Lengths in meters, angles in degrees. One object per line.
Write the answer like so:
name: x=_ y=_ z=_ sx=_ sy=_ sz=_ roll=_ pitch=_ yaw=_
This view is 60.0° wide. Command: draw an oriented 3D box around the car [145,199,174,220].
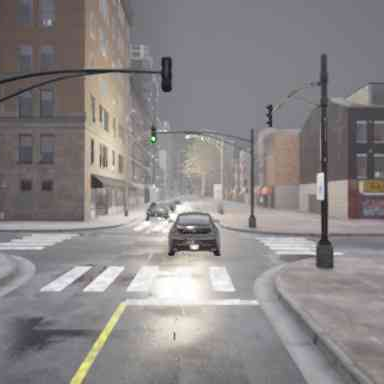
car: x=-2.901 y=1.589 z=29.097 sx=1.837 sy=1.490 sz=4.892 roll=0 pitch=0 yaw=0

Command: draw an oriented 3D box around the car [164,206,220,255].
car: x=0.076 y=1.549 z=13.428 sx=1.837 sy=1.490 sz=4.892 roll=0 pitch=0 yaw=0

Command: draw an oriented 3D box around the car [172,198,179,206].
car: x=-2.916 y=1.714 z=39.566 sx=1.895 sy=1.301 sz=4.718 roll=0 pitch=0 yaw=1

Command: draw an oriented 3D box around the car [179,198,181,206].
car: x=-2.892 y=1.776 z=59.003 sx=1.895 sy=1.301 sz=4.718 roll=0 pitch=0 yaw=0
